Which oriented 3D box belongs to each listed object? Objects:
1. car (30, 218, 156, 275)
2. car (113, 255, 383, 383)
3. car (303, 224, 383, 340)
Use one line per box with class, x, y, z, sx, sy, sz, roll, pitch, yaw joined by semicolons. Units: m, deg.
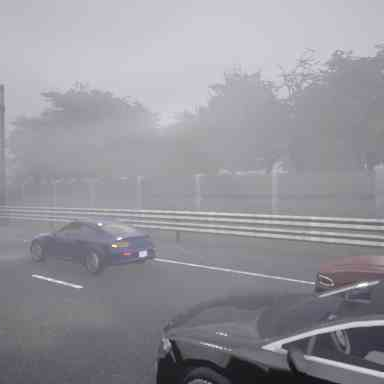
car;-3.200;1.538;10.477;4.674;1.442;1.812;0;0;36
car;1.858;1.492;2.649;4.902;1.511;2.128;0;0;36
car;4.505;1.478;5.070;5.008;1.535;1.882;0;0;35
